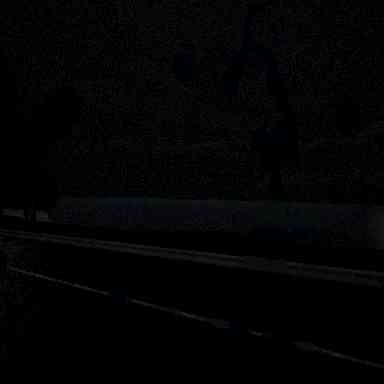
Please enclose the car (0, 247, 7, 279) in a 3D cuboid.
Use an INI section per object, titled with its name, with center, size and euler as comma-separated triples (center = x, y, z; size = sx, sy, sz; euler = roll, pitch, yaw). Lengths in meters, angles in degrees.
[car]
center = -6.717, 1.577, 8.698
size = 4.181, 1.385, 1.994
euler = 0, 0, 34
